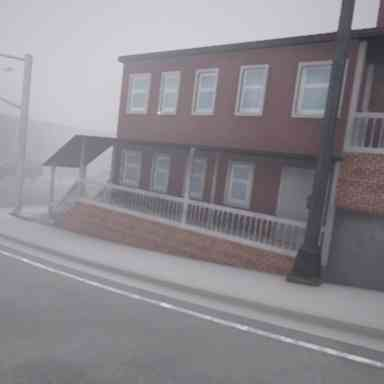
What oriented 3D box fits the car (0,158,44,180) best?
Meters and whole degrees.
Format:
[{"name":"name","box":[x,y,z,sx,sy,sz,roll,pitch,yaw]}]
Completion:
[{"name":"car","box":[-17.665,-2.357,33.115,2.150,2.045,5.566,11,6,36]}]

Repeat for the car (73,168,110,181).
[{"name":"car","box":[-11.728,-2.099,41.432,1.882,1.535,5.008,11,6,35]}]

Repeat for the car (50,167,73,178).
[{"name":"car","box":[-15.504,-2.594,42.118,1.837,1.490,4.892,11,6,35]}]
